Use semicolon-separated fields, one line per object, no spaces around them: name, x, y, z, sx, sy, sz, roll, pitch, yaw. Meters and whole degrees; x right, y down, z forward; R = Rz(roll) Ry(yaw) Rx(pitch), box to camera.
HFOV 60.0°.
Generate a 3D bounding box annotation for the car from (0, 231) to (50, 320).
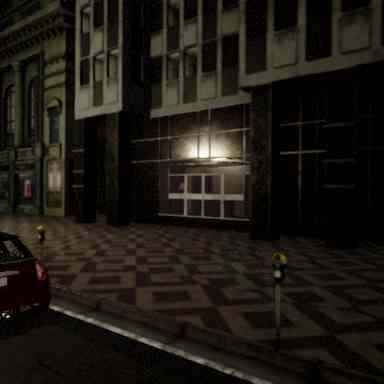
car;-4.510;1.389;6.172;4.097;1.590;1.967;1;0;35
